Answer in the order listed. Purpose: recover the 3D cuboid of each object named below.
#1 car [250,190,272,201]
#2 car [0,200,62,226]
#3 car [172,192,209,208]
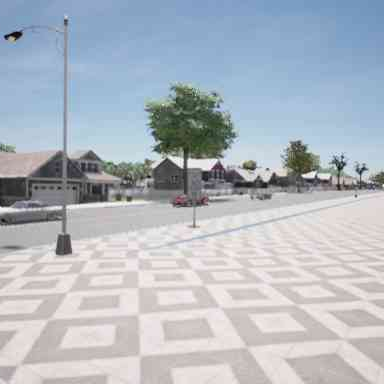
[{"bbox_3d":[10.346,0.474,49.431,2.128,1.511,4.902,1,2,35],"label":"car"},{"bbox_3d":[-10.288,1.202,20.291,1.895,1.301,4.718,1,2,35],"label":"car"},{"bbox_3d":[-0.115,0.745,34.737,1.882,1.535,5.008,1,2,35],"label":"car"}]
